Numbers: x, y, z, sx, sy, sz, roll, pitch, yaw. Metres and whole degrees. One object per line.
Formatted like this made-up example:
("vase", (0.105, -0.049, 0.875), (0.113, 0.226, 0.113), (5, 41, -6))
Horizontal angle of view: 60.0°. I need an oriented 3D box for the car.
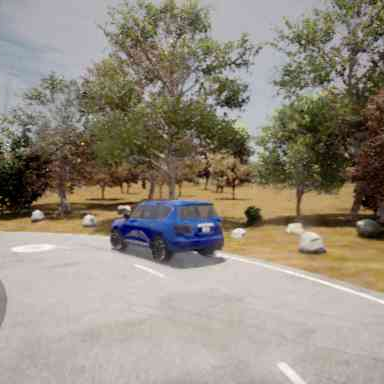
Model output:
("car", (-1.167, 1.366, 12.775), (2.150, 2.045, 5.566), (0, -2, -37))
